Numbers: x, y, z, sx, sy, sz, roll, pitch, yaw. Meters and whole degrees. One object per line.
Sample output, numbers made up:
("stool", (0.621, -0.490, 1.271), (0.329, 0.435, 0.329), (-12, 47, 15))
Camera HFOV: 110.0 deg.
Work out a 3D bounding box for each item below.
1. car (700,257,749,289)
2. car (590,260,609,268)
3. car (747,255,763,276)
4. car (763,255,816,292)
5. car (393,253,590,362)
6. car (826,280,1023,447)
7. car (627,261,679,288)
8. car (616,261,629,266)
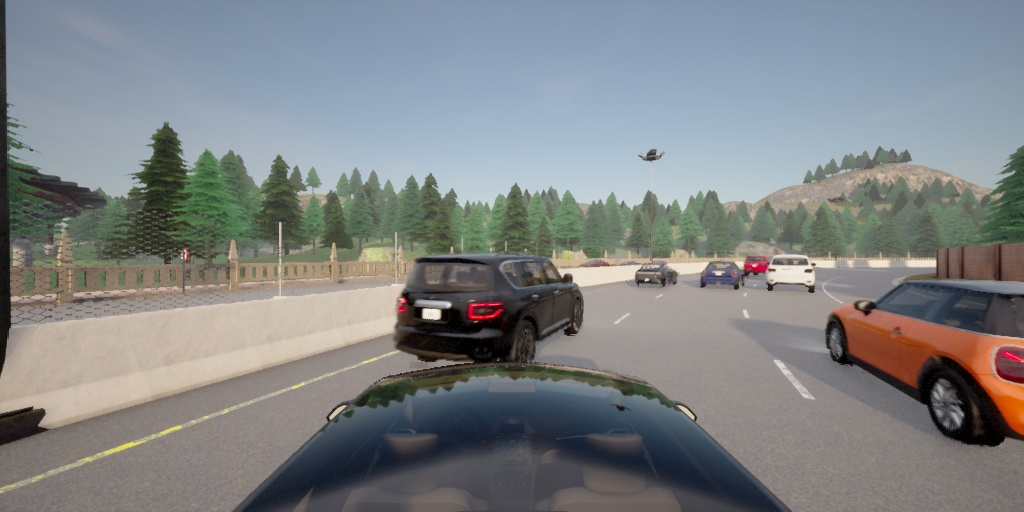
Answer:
("car", (13.783, 1.101, 23.325), (2.097, 1.767, 4.553), (0, 0, 38))
("car", (10.497, 1.224, 45.926), (5.008, 1.535, 1.882), (0, 0, -44))
("car", (24.004, 0.970, 34.371), (5.566, 2.045, 2.150), (0, 0, -43))
("car", (16.834, 0.970, 21.659), (2.150, 2.045, 5.566), (0, 0, 39))
("car", (-0.067, 0.971, 7.864), (2.150, 2.045, 5.566), (0, 0, 25))
("car", (6.328, 1.101, 4.924), (2.097, 1.767, 4.553), (0, 0, 25))
("car", (9.625, 1.240, 23.701), (2.128, 1.511, 4.902), (0, 0, 36))
("car", (14.683, 1.311, 45.097), (4.181, 1.385, 1.994), (0, 0, -42))
